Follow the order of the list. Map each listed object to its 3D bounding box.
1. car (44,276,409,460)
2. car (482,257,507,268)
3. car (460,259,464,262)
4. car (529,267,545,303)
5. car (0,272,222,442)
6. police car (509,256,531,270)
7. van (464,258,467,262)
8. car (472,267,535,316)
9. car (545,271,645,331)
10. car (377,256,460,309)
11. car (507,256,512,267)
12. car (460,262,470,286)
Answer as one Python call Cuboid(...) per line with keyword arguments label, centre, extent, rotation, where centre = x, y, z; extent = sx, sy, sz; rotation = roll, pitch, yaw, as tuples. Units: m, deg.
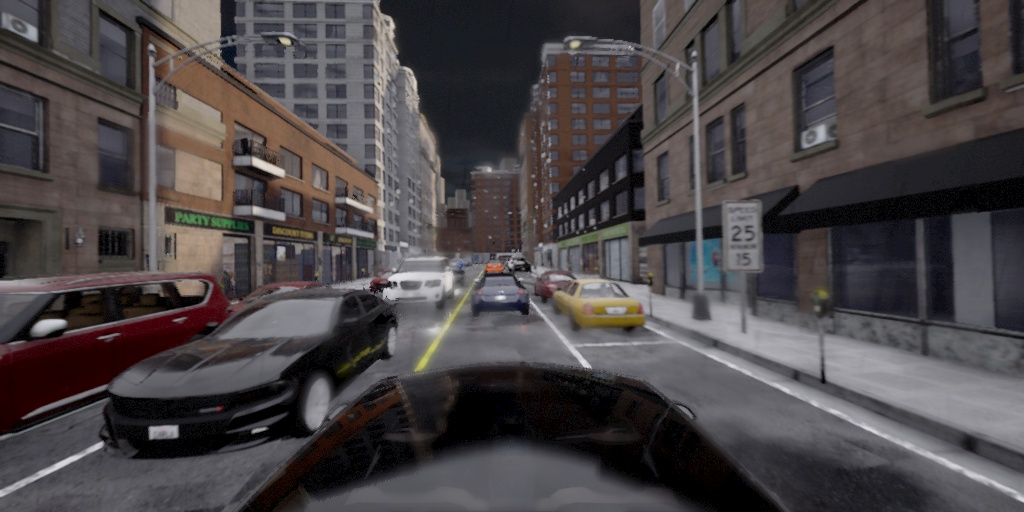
Cuboid(label="car", centre=(-3.233, 1.290, 5.670), extent=(1.882, 1.535, 5.008), rotation=(-1, 0, -3))
Cuboid(label="car", centre=(-2.020, 1.161, 41.537), extent=(2.097, 1.767, 4.553), rotation=(-1, 0, -3))
Cuboid(label="car", centre=(-8.612, 1.493, 53.591), extent=(1.751, 1.417, 4.829), rotation=(0, 0, -3))
Cuboid(label="car", centre=(1.994, 1.288, 15.908), extent=(1.802, 1.307, 4.207), rotation=(0, 0, -3))
Cuboid(label="car", centre=(-5.915, 1.180, 4.502), extent=(2.192, 1.841, 5.009), rotation=(0, 0, -3))
Cuboid(label="police car", centre=(1.089, 1.171, 40.584), extent=(1.930, 1.638, 5.238), rotation=(-1, 0, -3))
Cuboid(label="van", centre=(-8.921, 1.331, 59.235), extent=(1.690, 1.789, 3.998), rotation=(0, 0, -3))
Cuboid(label="car", centre=(-0.466, 1.318, 13.521), extent=(1.994, 1.385, 4.181), rotation=(-1, 0, -3))
Cuboid(label="car", centre=(2.286, 1.226, 10.604), extent=(1.751, 1.417, 4.829), rotation=(0, 0, -3))
Cuboid(label="car", centre=(-3.783, 1.041, 15.628), extent=(2.150, 2.045, 5.566), rotation=(-1, 0, -3))
Cuboid(label="car", centre=(0.678, 0.988, 47.493), extent=(2.150, 2.045, 5.566), rotation=(-1, 0, -3))
Cuboid(label="car", centre=(-4.321, 1.399, 25.667), extent=(1.994, 1.385, 4.181), rotation=(-1, 0, -3))
